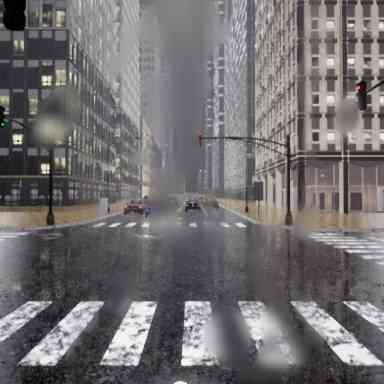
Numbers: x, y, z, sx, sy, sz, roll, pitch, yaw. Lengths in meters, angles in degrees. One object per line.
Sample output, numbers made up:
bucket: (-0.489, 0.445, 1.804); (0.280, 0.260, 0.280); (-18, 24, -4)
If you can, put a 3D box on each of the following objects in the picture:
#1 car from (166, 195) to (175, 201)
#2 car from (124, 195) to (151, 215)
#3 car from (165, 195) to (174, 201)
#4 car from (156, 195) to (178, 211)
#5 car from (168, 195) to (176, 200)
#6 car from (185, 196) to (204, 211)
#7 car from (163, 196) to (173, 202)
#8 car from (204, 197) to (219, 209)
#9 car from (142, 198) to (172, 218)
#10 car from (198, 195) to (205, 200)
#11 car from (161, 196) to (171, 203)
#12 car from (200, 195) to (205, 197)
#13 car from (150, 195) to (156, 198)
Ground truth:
car: (-5.691, 1.573, 89.546); (2.008, 1.369, 4.403); (1, 0, 0)
car: (-5.679, 1.448, 33.794); (1.967, 1.590, 4.097); (1, 0, 0)
car: (-5.690, 1.565, 83.970); (1.887, 1.381, 4.507); (1, 0, 0)
car: (-3.102, 1.515, 41.414); (1.837, 1.490, 4.892); (0, 0, 0)
car: (-5.693, 1.590, 95.121); (1.947, 1.339, 4.313); (1, 0, 0)
car: (0.093, 1.556, 40.127); (2.033, 1.411, 5.357); (0, 0, 0)
car: (-5.689, 1.569, 78.395); (2.008, 1.369, 4.403); (1, 0, 0)
car: (2.695, 1.592, 45.008); (1.802, 1.307, 4.206); (1, 0, 0)
car: (-3.103, 1.532, 30.328); (1.812, 1.442, 4.674); (0, 0, 0)
car: (2.688, 1.569, 95.204); (1.887, 1.381, 4.507); (1, 0, 0)
car: (-5.688, 1.562, 72.820); (1.887, 1.381, 4.507); (1, 0, 0)
car: (2.696, 1.538, 56.333); (1.752, 1.417, 4.829); (1, 0, 0)
car: (-5.679, 1.325, 44.945); (2.192, 1.841, 5.009); (1, 0, 0)
